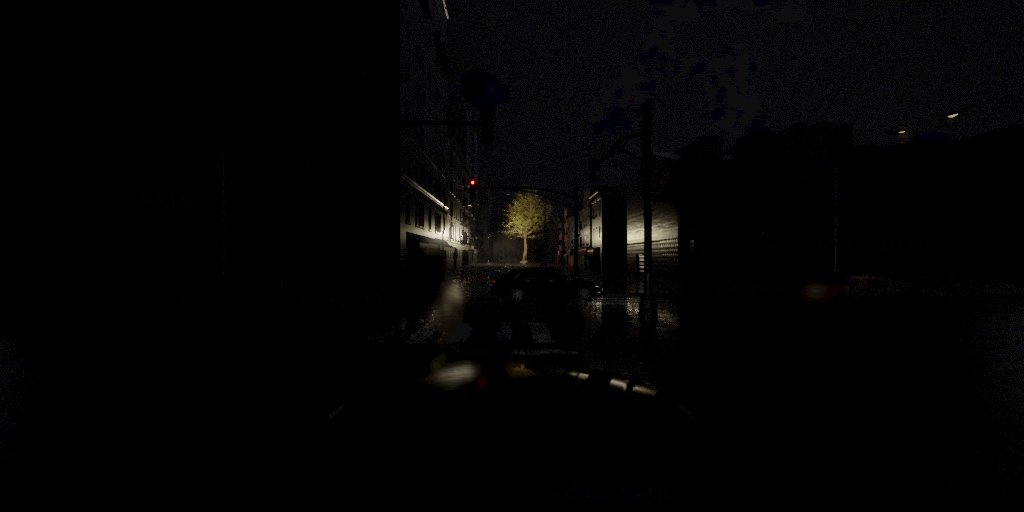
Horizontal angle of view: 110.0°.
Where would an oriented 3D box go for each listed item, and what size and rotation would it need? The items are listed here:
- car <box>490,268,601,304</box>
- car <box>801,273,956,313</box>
[{"bbox_3d":[1.468,1.255,15.906,4.892,1.490,1.837,0,0,-7],"label":"car"},{"bbox_3d":[13.901,1.346,13.713,4.829,1.417,1.751,0,0,0],"label":"car"}]
